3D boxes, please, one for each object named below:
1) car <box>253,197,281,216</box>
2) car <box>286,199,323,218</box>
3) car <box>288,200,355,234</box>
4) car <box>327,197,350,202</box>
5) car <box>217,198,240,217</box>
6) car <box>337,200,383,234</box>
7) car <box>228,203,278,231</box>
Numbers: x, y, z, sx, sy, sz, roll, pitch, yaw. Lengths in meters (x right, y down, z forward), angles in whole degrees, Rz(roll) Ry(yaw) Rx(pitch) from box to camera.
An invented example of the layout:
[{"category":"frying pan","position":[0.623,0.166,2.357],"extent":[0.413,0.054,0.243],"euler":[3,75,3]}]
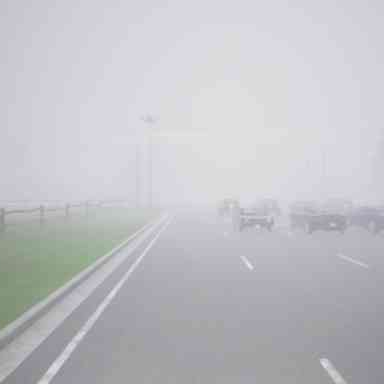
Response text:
[{"category":"car","position":[7.032,1.336,31.982],"extent":[2.097,1.767,4.553],"euler":[0,0,0]},{"category":"car","position":[10.534,1.489,31.434],"extent":[1.837,1.490,4.892],"euler":[0,0,0]},{"category":"car","position":[7.032,1.468,19.038],"extent":[1.882,1.535,5.008],"euler":[0,0,0]},{"category":"car","position":[14.025,1.335,32.405],"extent":[2.097,1.767,4.553],"euler":[0,0,0]},{"category":"car","position":[3.532,1.336,31.716],"extent":[2.097,1.767,4.553],"euler":[0,0,0]},{"category":"car","position":[10.535,1.468,19.185],"extent":[1.882,1.535,5.008],"euler":[0,0,0]},{"category":"car","position":[3.577,1.590,20.328],"extent":[1.895,1.301,4.718],"euler":[0,0,0]}]
